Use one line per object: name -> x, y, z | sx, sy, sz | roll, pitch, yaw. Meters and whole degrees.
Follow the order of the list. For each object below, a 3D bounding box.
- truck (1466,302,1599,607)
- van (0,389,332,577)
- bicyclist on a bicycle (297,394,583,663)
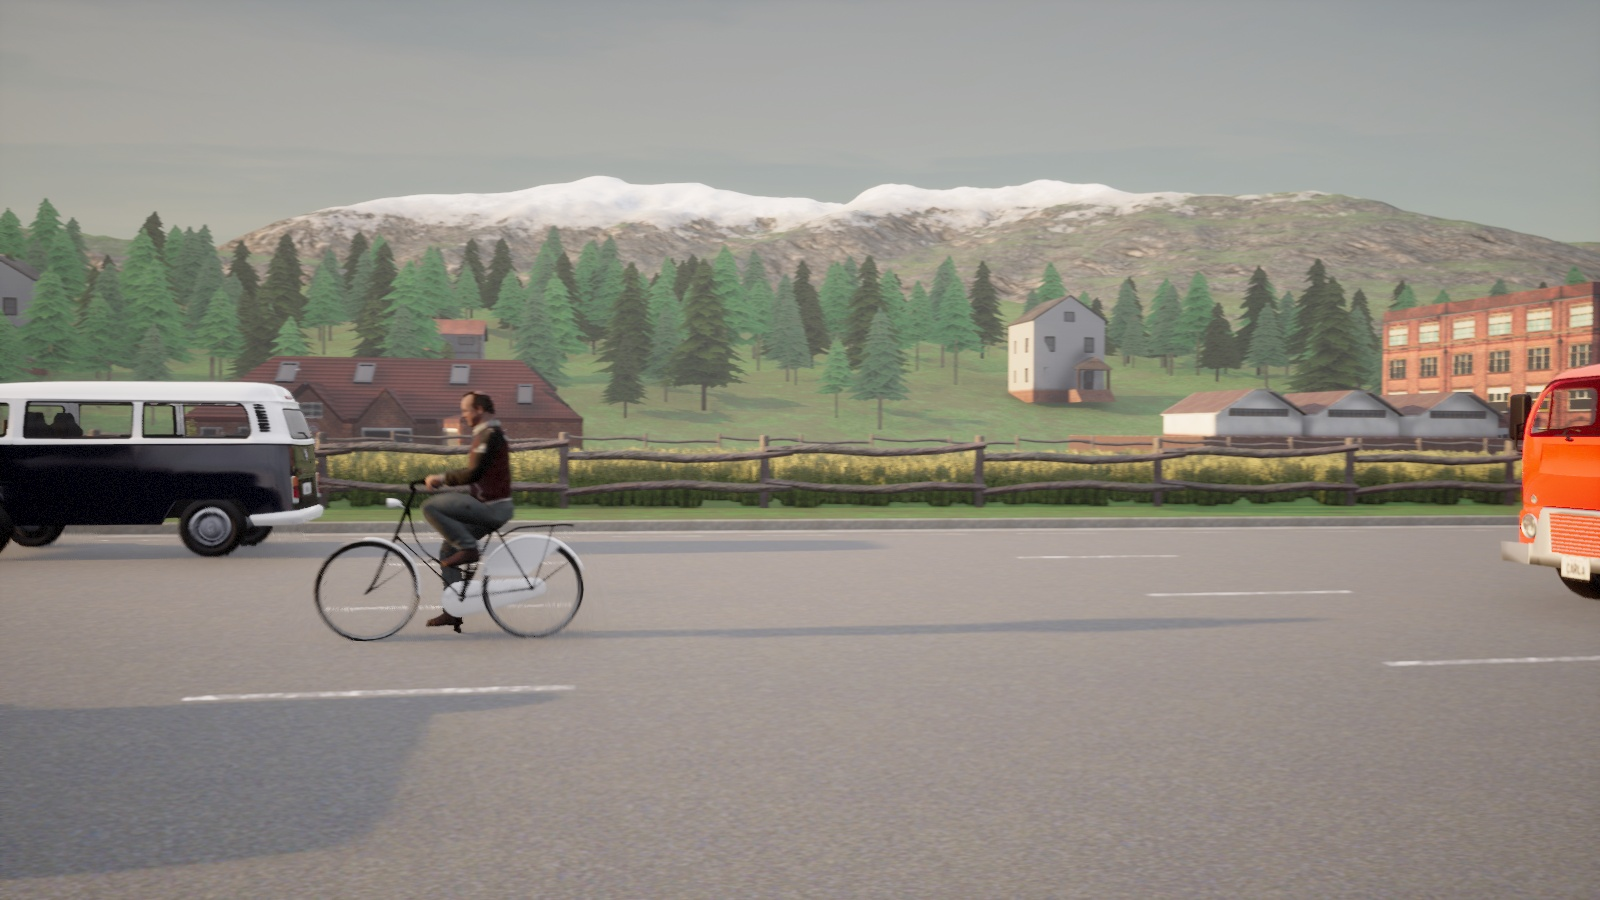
truck -> 8.995, 0.002, 10.858 | 5.204, 2.467, 2.627 | -1, 1, -10
van -> -8.118, 0.343, 14.886 | 4.480, 2.038, 2.069 | -1, 1, -10
bicyclist on a bicycle -> -2.465, 0.511, 8.795 | 1.843, 1.776, 0.659 | -1, 1, -10
